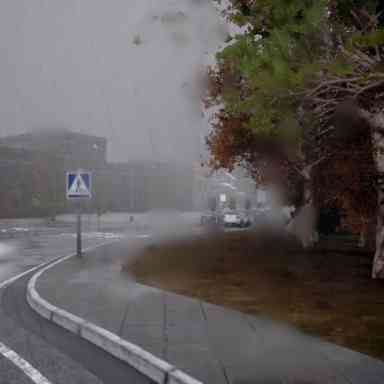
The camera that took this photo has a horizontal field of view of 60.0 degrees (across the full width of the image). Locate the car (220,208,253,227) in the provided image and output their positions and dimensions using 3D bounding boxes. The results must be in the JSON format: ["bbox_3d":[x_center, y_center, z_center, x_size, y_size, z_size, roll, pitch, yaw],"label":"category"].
[{"bbox_3d":[5.934,3.437,43.799,2.150,2.045,5.566,0,-3,24],"label":"car"}]

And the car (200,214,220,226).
[{"bbox_3d":[2.699,3.683,44.408,1.837,1.490,4.892,0,-3,25],"label":"car"}]

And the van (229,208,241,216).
[{"bbox_3d":[10.747,4.885,82.580,1.878,1.987,4.442,0,-2,24],"label":"van"}]

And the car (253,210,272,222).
[{"bbox_3d":[11.957,4.332,57.348,1.812,1.442,4.674,0,-2,23],"label":"car"}]

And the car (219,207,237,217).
[{"bbox_3d":[8.503,4.664,77.609,2.435,2.045,5.566,0,-2,24],"label":"car"}]
